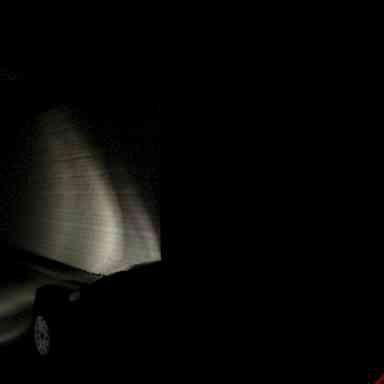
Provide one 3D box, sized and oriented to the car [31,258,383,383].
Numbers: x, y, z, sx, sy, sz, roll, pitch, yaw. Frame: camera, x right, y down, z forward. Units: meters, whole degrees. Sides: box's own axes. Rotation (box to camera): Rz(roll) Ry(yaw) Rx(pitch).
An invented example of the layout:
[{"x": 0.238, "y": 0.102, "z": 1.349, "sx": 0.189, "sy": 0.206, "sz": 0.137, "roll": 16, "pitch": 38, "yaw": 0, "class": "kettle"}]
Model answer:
[{"x": -0.271, "y": 1.585, "z": 4.165, "sx": 5.008, "sy": 1.535, "sz": 1.882, "roll": 0, "pitch": -2, "yaw": 43, "class": "car"}]
